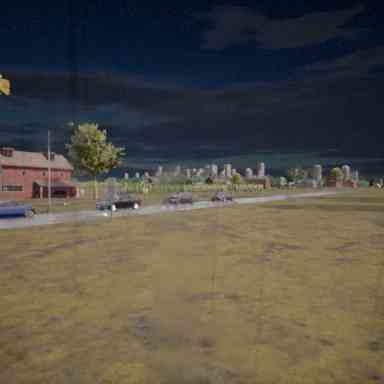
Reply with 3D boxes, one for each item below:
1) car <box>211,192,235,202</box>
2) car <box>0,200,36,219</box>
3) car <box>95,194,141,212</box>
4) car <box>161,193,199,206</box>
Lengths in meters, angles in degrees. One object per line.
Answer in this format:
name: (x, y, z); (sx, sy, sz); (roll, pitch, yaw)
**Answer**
car: (4.493, 0.669, 48.158); (1.994, 1.385, 4.181); (1, 2, 36)
car: (-13.306, 1.292, 23.435); (1.994, 1.385, 4.181); (1, 2, 32)
car: (-7.066, 1.015, 32.248); (1.837, 1.490, 4.892); (1, 2, 36)
car: (-1.329, 0.858, 40.164); (2.033, 1.411, 5.357); (1, 2, 36)
